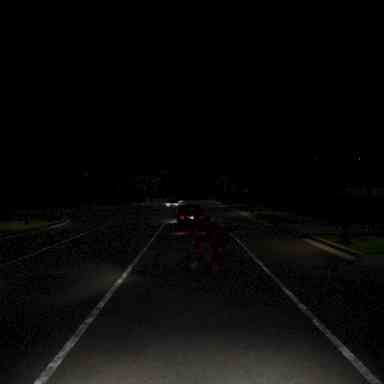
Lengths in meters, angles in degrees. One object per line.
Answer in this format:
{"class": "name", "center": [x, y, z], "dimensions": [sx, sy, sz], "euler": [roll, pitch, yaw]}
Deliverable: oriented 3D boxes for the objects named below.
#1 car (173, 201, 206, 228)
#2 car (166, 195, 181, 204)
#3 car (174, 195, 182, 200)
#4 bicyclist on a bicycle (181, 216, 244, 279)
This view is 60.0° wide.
{"class": "car", "center": [-0.103, 1.548, 21.909], "dimensions": [2.033, 1.411, 5.357], "euler": [0, 0, -2]}
{"class": "car", "center": [-3.843, 1.351, 65.413], "dimensions": [2.097, 1.767, 4.553], "euler": [0, 0, 0]}
{"class": "car", "center": [-3.926, 1.457, 93.675], "dimensions": [1.812, 1.442, 4.674], "euler": [0, 0, 0]}
{"class": "bicyclist on a bicycle", "center": [0.526, 1.452, 8.641], "dimensions": [1.656, 1.620, 0.582], "euler": [0, 0, 0]}
